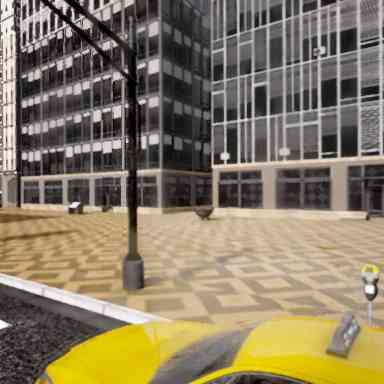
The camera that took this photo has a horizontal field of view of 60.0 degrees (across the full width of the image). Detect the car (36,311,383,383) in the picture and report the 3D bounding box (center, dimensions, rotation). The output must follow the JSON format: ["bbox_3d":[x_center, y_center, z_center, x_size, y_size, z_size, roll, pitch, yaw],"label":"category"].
[{"bbox_3d":[0.780,1.531,2.314,4.829,1.417,1.752,-1,0,36],"label":"car"}]
